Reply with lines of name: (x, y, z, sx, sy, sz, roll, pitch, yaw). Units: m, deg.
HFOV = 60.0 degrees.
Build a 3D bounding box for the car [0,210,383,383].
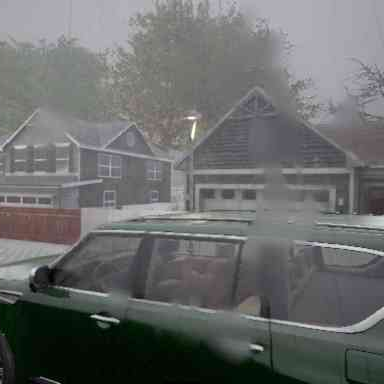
car: (-0.100, 1.220, 3.514, 5.566, 2.045, 2.150, 0, 0, 29)
